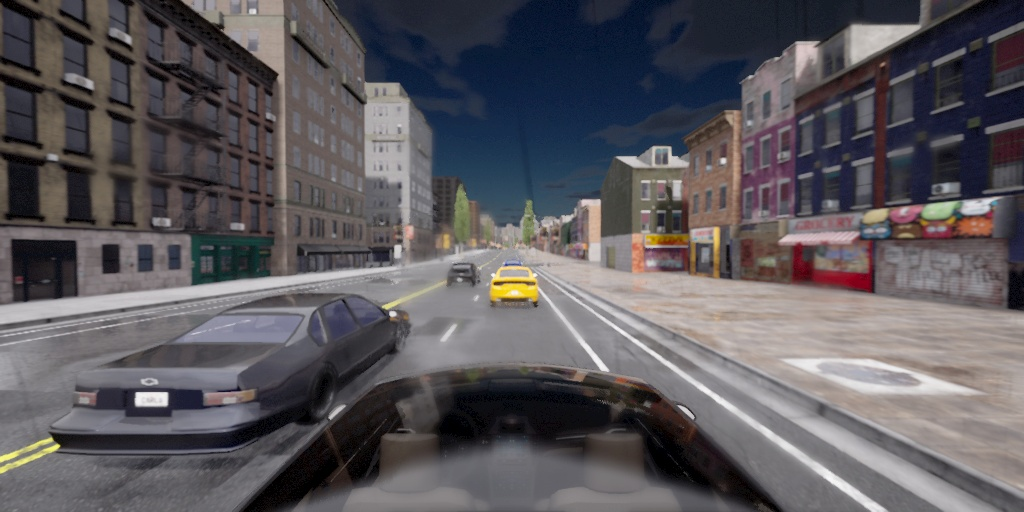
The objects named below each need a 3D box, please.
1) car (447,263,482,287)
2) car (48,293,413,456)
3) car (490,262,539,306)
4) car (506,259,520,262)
[{"bbox_3d":[-3.149,1.186,24.024,1.837,1.490,4.892,0,0,0],"label":"car"},{"bbox_3d":[-3.151,1.293,5.647,2.033,1.411,5.357,0,0,0],"label":"car"},{"bbox_3d":[0.099,1.195,15.688,1.882,1.535,5.008,0,0,0],"label":"car"},{"bbox_3d":[0.102,1.074,37.042,1.882,1.535,5.008,0,0,0],"label":"car"}]
